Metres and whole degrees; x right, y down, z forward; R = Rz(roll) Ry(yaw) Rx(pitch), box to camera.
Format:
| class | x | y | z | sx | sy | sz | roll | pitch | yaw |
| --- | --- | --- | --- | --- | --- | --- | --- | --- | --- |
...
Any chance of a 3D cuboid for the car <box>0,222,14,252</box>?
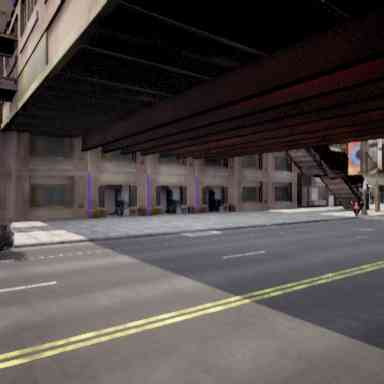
| class | x | y | z | sx | sy | sz | roll | pitch | yaw |
| --- | --- | --- | --- | --- | --- | --- | --- | --- | --- |
| car | -8.261 | 1.423 | 10.266 | 4.892 | 1.521 | 2.231 | 0 | 0 | -26 |
